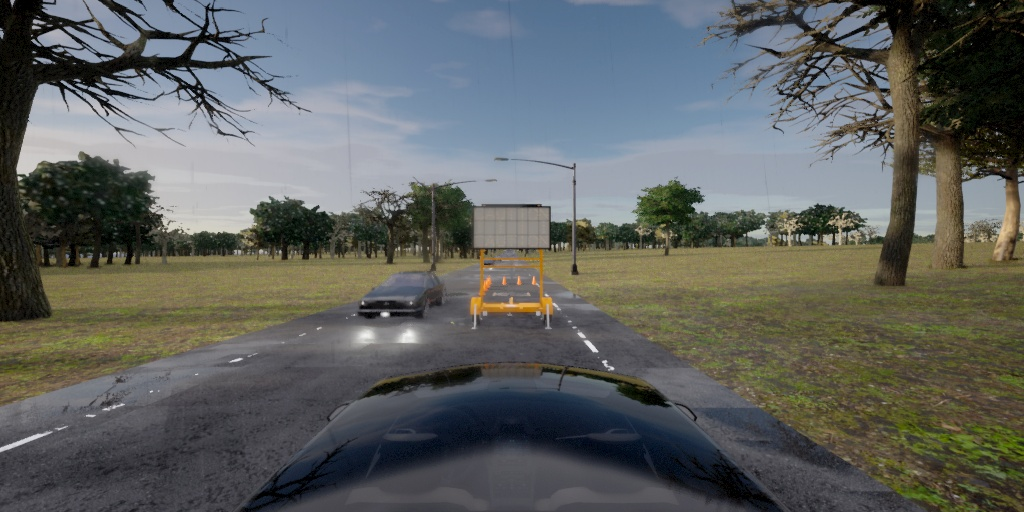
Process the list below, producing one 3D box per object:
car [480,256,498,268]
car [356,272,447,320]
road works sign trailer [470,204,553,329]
[{"bbox_3d":[-3.651,1.029,53.574,2.033,1.411,5.357,0,1,0],"label":"car"},{"bbox_3d":[-3.611,1.276,12.879,2.033,1.411,5.357,0,0,0],"label":"car"},{"bbox_3d":[-0.010,0.198,11.146,2.380,3.560,2.880,0,0,0],"label":"road works sign trailer"}]
